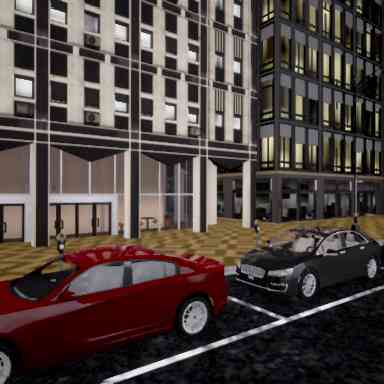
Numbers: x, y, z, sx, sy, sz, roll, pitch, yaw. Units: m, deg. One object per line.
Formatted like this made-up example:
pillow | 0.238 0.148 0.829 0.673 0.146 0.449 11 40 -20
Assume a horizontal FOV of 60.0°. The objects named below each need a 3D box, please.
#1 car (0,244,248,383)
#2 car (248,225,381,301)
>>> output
car | -1.488 1.543 5.035 4.507 1.381 1.887 0 0 -35
car | 3.017 1.549 8.248 4.403 1.369 2.008 0 0 -35
